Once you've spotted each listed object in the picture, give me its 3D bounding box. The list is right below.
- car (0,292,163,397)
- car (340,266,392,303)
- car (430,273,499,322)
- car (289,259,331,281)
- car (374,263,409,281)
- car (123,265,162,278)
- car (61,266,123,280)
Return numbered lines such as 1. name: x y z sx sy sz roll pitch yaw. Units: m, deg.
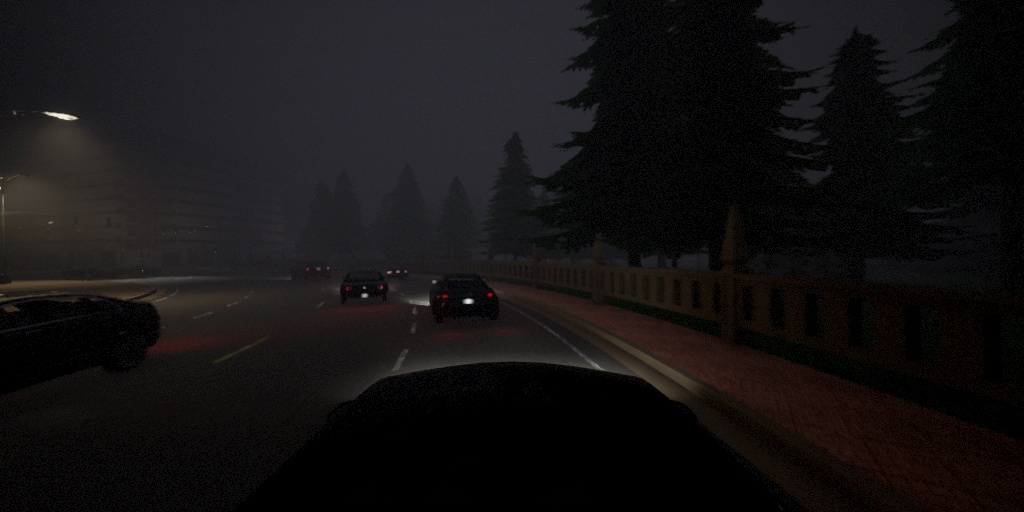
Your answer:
1. car: -7.490 1.308 4.886 2.128 1.511 4.902 -1 0 -8
2. car: -6.928 1.337 16.803 1.895 1.301 4.718 -1 0 -23
3. car: -1.746 1.269 12.229 1.994 1.385 4.181 -1 0 -14
4. car: -17.487 1.122 30.982 4.553 1.767 2.097 0 1 43
5. car: -10.116 1.246 28.638 2.033 1.411 5.357 -1 0 -40
6. car: -39.427 1.583 37.690 4.718 1.301 1.895 -1 0 15
7. car: -40.342 1.626 34.312 4.718 1.301 1.895 -1 0 15
